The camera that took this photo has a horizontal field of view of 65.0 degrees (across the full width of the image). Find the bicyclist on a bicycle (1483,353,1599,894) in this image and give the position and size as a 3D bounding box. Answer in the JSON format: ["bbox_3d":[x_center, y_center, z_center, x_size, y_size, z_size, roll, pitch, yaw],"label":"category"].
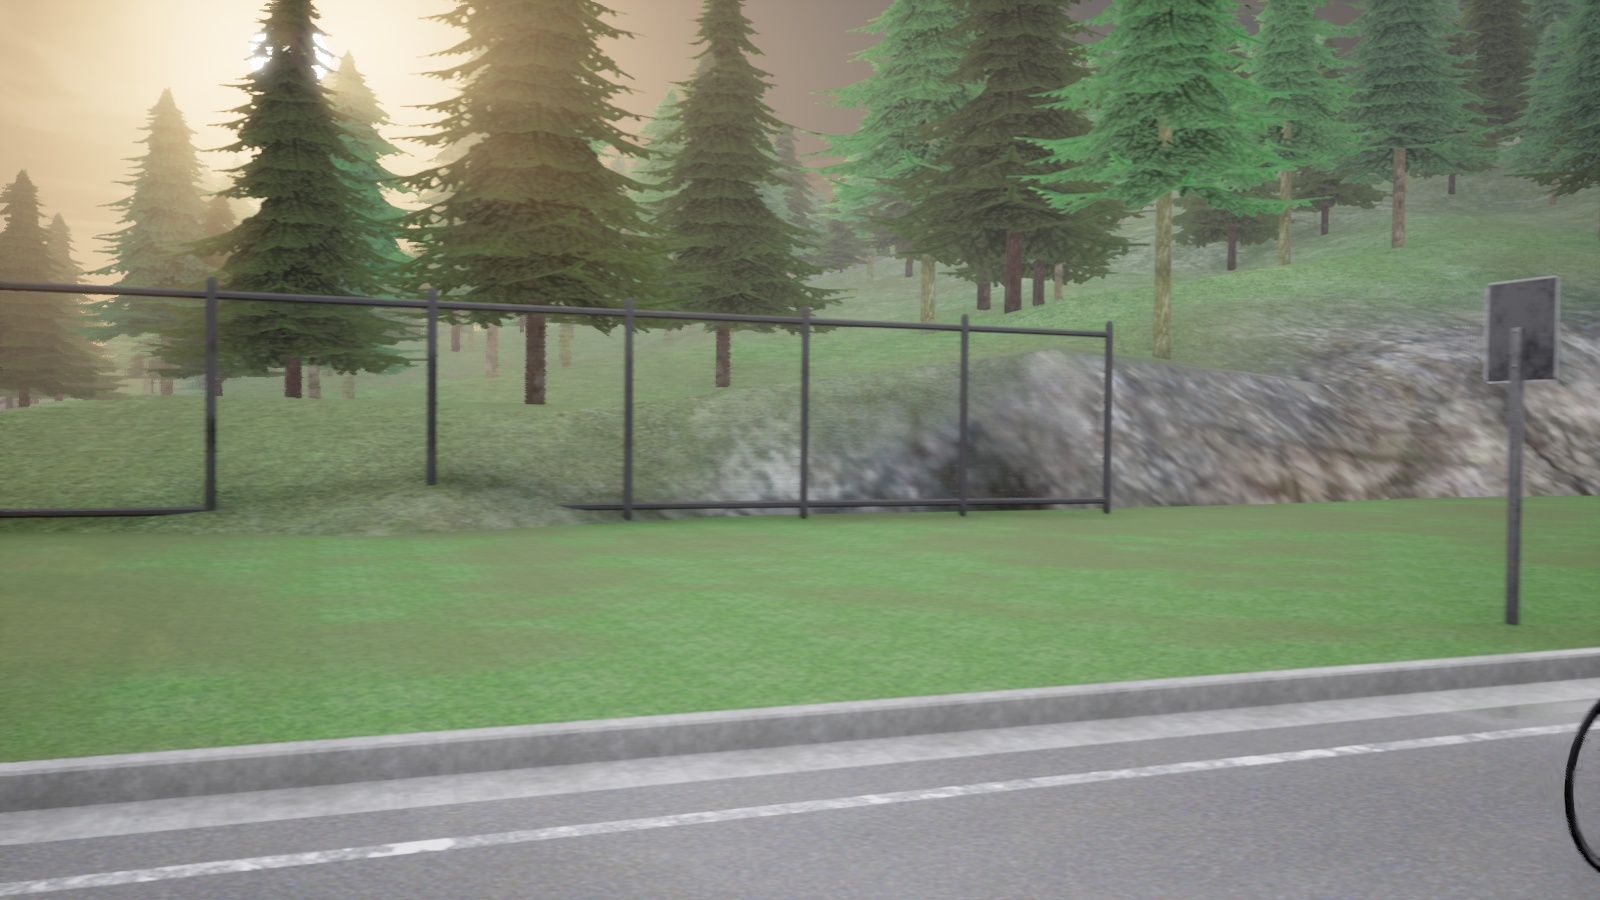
[{"bbox_3d":[3.439,0.557,4.543,1.843,1.776,0.659,-1,1,-21],"label":"bicyclist on a bicycle"}]
